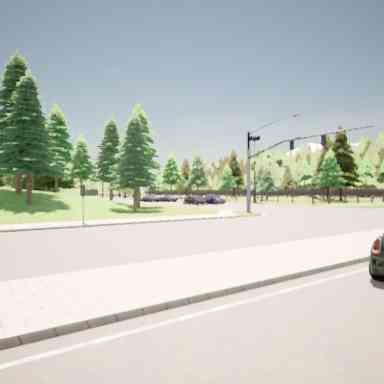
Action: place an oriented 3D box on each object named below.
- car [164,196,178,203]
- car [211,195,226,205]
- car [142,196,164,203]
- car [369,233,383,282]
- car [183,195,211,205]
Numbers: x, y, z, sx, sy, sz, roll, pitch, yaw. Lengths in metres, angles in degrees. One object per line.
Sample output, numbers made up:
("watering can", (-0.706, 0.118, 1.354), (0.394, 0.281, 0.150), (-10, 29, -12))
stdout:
("car", (-4.930, 1.451, 69.062), (2.033, 1.411, 5.357), (0, 0, -35))
("car", (3.796, 1.264, 56.419), (2.097, 1.767, 4.553), (0, 0, -35))
("car", (-8.461, 1.464, 67.997), (2.033, 1.411, 5.357), (0, 0, -35))
("car", (6.518, 1.327, 8.417), (4.553, 1.767, 2.097), (0, 0, -35))
("car", (0.436, 1.423, 55.113), (1.837, 1.490, 4.892), (0, 0, -35))
